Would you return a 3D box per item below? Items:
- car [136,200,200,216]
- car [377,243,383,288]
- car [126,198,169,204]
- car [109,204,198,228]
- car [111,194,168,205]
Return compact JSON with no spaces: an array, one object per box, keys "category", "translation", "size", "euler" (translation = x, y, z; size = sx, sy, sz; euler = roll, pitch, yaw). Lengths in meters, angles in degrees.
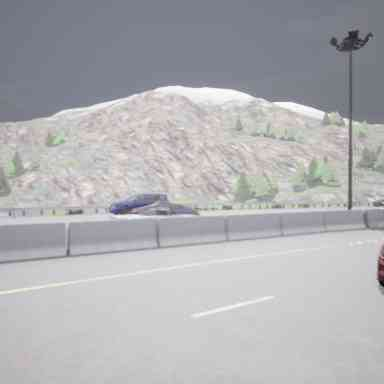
[{"category":"car","translation":[-1.508,1.529,23.626],"size":[4.181,1.385,1.994],"euler":[0,0,-31]},{"category":"car","translation":[6.431,1.355,7.767],"size":[4.553,1.767,2.097],"euler":[0,0,-32]},{"category":"car","translation":[-2.635,1.484,27.044],"size":[4.674,1.442,1.812],"euler":[0,0,-30]},{"category":"car","translation":[-2.316,1.570,19.074],"size":[4.718,1.301,1.895],"euler":[0,0,-32]},{"category":"car","translation":[-4.597,1.172,29.972],"size":[5.566,2.045,2.150],"euler":[0,0,-30]}]
